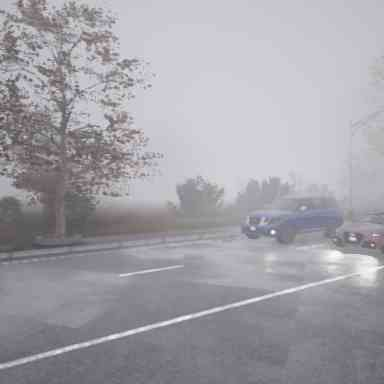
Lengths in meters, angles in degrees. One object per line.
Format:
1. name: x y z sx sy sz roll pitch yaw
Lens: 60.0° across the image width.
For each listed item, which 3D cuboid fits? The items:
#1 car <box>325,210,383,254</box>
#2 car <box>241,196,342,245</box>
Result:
1. car: 7.611 1.554 13.428 4.181 1.385 1.994 0 0 -34
2. car: 4.908 1.209 15.843 5.566 2.045 2.150 0 0 -34
